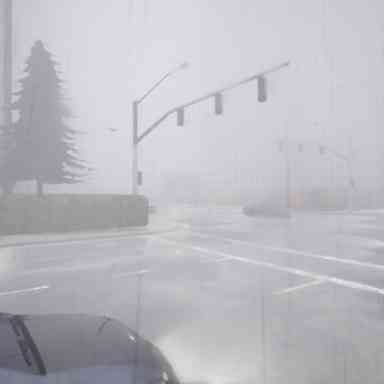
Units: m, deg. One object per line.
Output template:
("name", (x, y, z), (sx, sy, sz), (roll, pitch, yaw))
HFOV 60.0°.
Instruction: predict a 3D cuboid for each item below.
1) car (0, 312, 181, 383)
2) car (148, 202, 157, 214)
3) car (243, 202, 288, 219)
("car", (-2.093, 1.565, 2.303), (4.181, 1.385, 1.994), (0, 0, -35))
("car", (-5.280, 1.477, 33.605), (1.837, 1.490, 4.892), (0, 0, -35))
("car", (6.380, 1.522, 29.183), (1.994, 1.385, 4.181), (0, 0, -33))
